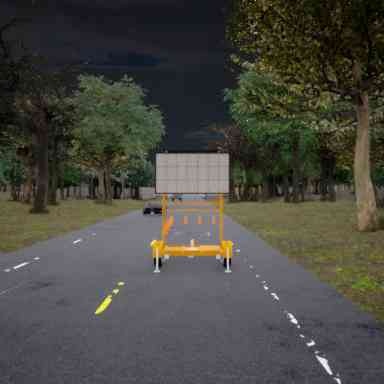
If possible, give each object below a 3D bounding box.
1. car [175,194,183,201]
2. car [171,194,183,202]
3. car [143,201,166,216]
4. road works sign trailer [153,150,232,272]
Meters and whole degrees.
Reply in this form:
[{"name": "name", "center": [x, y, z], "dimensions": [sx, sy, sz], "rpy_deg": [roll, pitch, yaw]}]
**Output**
[{"name": "car", "center": [-3.340, 1.377, 85.751], "dimensions": [1.837, 1.490, 4.892], "rpy_deg": [0, 0, 0]}, {"name": "car", "center": [-3.364, 1.121, 72.914], "dimensions": [2.150, 2.045, 5.566], "rpy_deg": [0, 0, 0]}, {"name": "car", "center": [-3.541, 1.588, 31.840], "dimensions": [1.895, 1.301, 4.718], "rpy_deg": [0, 0, 0]}, {"name": "road works sign trailer", "center": [0.019, 0.464, 10.721], "dimensions": [2.380, 3.560, 2.880], "rpy_deg": [0, 0, 0]}]
